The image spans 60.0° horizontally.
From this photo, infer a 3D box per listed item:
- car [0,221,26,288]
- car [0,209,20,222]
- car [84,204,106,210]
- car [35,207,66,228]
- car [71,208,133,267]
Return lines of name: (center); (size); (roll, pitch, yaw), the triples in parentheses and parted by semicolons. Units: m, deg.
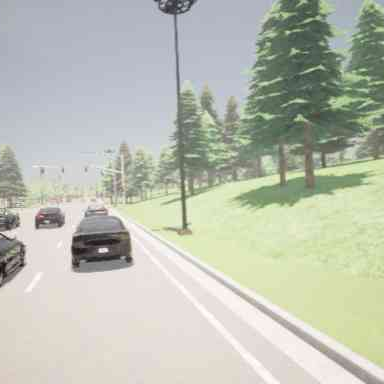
car: (-6.206, 1.825, 9.612); (1.994, 1.385, 4.181); (-3, 0, -16)
car: (-14.585, 2.100, 25.493); (2.128, 1.511, 4.902); (-3, 0, -17)
car: (-7.883, 1.791, 27.494); (2.128, 1.511, 4.902); (-3, 0, -16)
car: (-11.228, 1.958, 26.472); (1.837, 1.490, 4.892); (-3, 0, -17)
car: (-3.345, 1.602, 12.255); (1.882, 1.535, 5.008); (-3, 0, -16)
